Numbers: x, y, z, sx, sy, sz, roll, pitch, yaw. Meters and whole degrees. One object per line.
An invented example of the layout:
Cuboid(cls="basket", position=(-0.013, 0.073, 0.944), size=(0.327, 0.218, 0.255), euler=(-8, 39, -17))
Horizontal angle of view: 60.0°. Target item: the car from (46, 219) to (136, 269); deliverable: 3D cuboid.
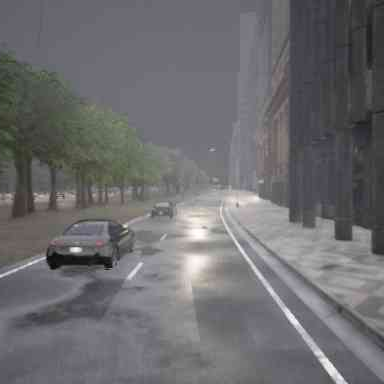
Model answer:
Cuboid(cls="car", position=(-3.215, 1.595, 11.337), size=(1.994, 1.385, 4.181), euler=(0, 0, 1))

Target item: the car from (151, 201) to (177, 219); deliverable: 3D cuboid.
Cuboid(cls="car", position=(-2.442, 1.535, 29.557), size=(1.812, 1.442, 4.674), euler=(0, 0, 3))
